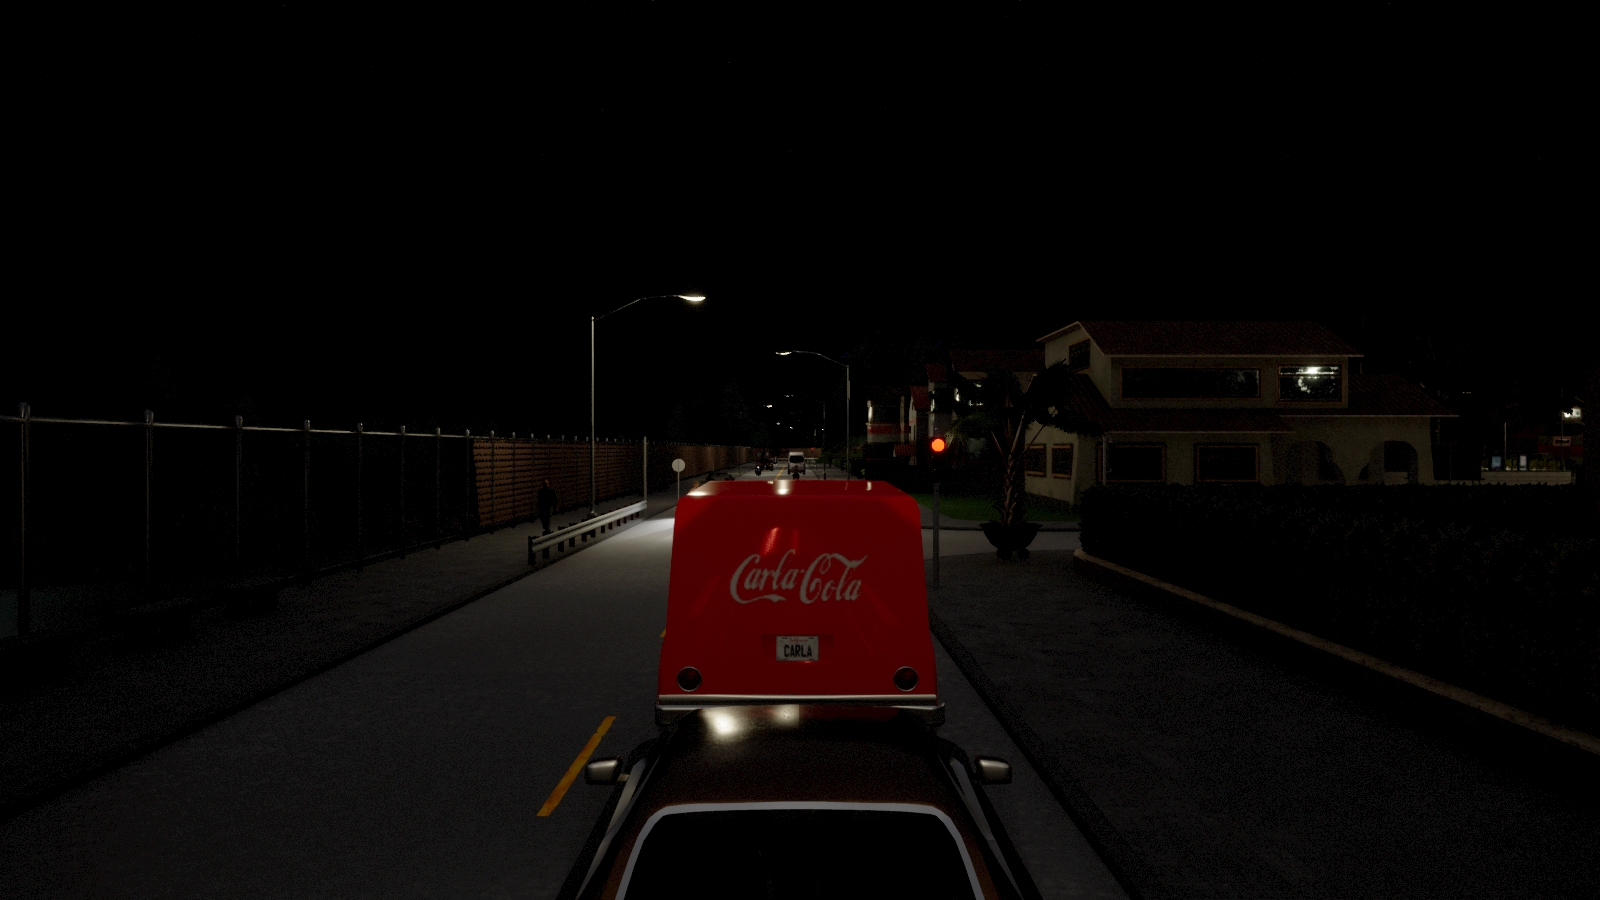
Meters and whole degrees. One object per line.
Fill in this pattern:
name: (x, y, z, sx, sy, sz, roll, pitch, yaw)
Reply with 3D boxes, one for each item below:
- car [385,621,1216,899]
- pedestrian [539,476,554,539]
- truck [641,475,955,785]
car: (-0.006, 1.989, 5.238, 2.152, 1.651, 5.027, 0, 0, 0)
pedestrian: (-7.663, 1.732, 34.558, 0.375, 1.860, 0.375, 0, 0, 2)
truck: (-0.025, 1.564, 12.158, 2.627, 2.467, 5.204, 0, 0, 0)
